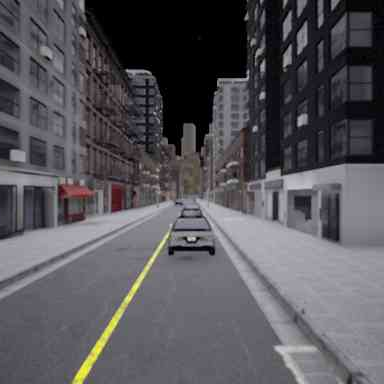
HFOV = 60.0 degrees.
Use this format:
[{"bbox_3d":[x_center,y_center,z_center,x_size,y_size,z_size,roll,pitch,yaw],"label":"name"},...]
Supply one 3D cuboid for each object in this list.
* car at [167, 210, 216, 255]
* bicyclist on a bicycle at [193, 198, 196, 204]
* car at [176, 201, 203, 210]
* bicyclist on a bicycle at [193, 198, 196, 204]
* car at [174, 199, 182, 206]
[{"bbox_3d":[-0.014,1.689,13.984,2.033,1.411,5.357,0,-1,0],"label":"car"},{"bbox_3d":[0.654,2.439,88.683,0.582,1.620,1.656,0,-1,0],"label":"bicyclist on a bicycle"},{"bbox_3d":[-0.027,1.797,29.293,2.128,1.511,4.902,0,-1,0],"label":"car"},{"bbox_3d":[0.667,2.332,79.684,0.582,1.620,1.656,0,-1,0],"label":"bicyclist on a bicycle"},{"bbox_3d":[-2.829,2.320,71.751,2.033,1.411,5.357,0,-1,0],"label":"car"}]
